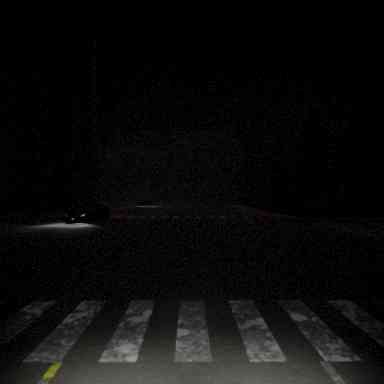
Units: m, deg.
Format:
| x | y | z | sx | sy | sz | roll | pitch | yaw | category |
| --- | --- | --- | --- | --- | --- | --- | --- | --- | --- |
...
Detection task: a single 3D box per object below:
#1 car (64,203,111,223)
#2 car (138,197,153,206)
| x | y | z | sx | sy | sz | roll | pitch | yaw | category |
| --- | --- | --- | --- | --- | --- | --- | --- | --- | --- |
| -7.897 | 1.574 | 25.703 | 1.812 | 1.442 | 4.674 | 0 | 1 | 13 | car |
| -7.653 | 1.567 | 54.645 | 1.812 | 1.442 | 4.674 | 0 | 1 | -18 | car |
